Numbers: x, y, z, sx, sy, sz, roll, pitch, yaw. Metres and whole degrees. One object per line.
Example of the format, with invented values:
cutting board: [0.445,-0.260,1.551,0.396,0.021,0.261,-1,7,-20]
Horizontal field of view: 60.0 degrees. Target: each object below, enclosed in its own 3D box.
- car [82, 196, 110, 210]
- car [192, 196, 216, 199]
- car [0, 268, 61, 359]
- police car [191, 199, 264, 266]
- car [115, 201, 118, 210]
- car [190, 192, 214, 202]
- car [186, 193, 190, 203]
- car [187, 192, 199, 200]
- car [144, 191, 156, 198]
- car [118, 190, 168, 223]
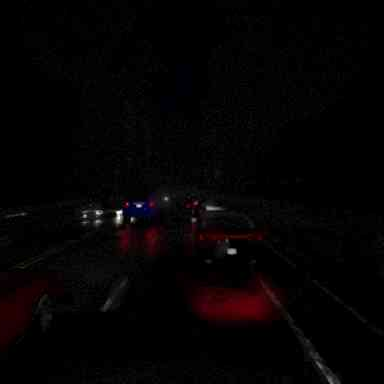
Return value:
car: [-9.728,1.080,33.939,1.994,1.385,4.181,0,1,0]
car: [1.048,1.197,20.844,1.812,1.442,4.674,0,1,0]
car: [-3.140,1.542,3.502,1.895,1.301,4.718,0,1,0]
police car: [1.013,1.248,10.952,1.930,1.638,5.238,0,1,0]
car: [-6.478,1.080,33.928,1.994,1.385,4.181,0,1,0]
car: [1.067,0.947,26.813,2.097,1.767,4.553,0,1,0]
car: [0.197,0.885,48.366,1.812,1.442,4.674,0,0,1]
car: [0.218,0.697,62.692,2.128,1.511,4.902,0,1,0]
car: [-9.490,0.521,74.958,2.033,1.411,5.357,0,1,0]
car: [-3.075,0.876,22.020,2.150,2.045,5.566,0,1,0]
